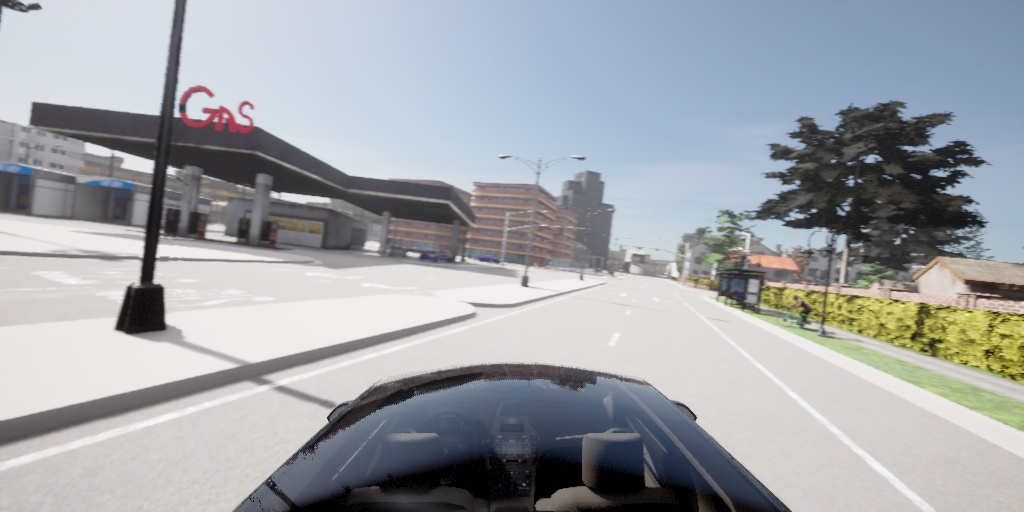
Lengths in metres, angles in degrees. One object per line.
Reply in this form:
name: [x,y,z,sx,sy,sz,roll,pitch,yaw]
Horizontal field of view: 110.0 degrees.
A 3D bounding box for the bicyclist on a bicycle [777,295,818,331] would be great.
bicyclist on a bicycle: [13.882,2.737,17.391,1.656,1.620,0.582,7,0,21]
